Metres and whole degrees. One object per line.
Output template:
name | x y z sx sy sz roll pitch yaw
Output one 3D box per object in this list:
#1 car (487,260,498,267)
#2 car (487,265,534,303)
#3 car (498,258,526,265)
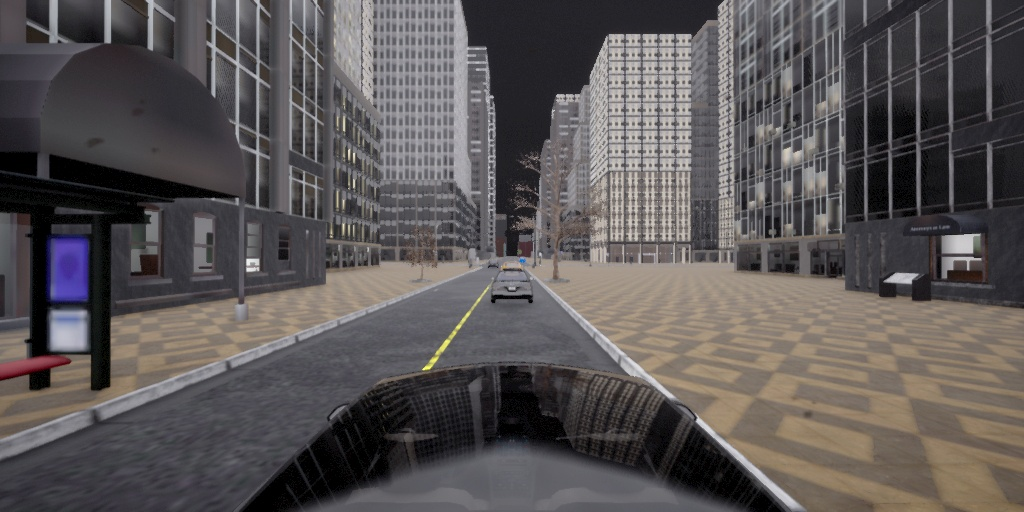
car | -3.001 1.347 58.500 2.033 1.411 5.357 0 0 0
car | 0.000 1.312 16.500 2.033 1.411 5.357 0 0 0
car | 0.000 1.233 31.500 1.882 1.535 5.008 0 0 0
